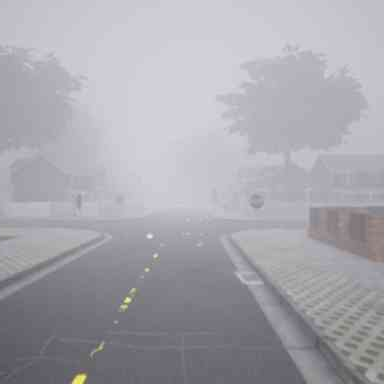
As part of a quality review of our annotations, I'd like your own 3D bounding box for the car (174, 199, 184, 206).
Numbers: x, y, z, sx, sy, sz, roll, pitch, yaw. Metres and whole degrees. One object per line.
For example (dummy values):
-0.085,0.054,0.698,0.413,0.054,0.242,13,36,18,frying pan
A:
-2.706,2.281,71.822,1.994,1.385,4.181,0,-1,0,car
